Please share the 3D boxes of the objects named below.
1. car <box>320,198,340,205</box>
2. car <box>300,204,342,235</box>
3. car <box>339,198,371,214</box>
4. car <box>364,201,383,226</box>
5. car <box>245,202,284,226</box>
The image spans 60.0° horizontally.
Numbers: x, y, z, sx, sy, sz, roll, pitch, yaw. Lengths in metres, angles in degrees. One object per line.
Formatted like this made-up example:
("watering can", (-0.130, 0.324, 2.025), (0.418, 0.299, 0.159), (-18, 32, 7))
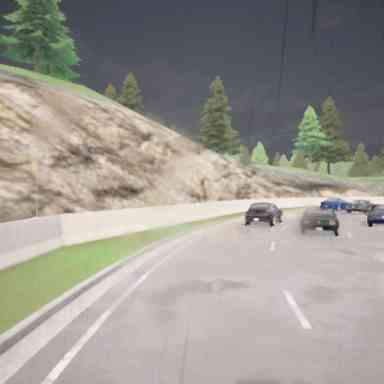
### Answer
("car", (16.525, 1.399, 38.033), (5.008, 1.535, 1.882), (0, 0, -42))
("car", (7.220, 1.562, 18.770), (1.895, 1.301, 4.718), (0, 0, 22))
("car", (17.424, 1.478, 33.939), (5.357, 1.411, 2.033), (0, 0, -44))
("car", (12.949, 1.518, 22.383), (1.994, 1.385, 4.181), (0, 0, 29))
("car", (5.026, 1.456, 22.859), (1.837, 1.490, 4.892), (-1, 0, 25))
